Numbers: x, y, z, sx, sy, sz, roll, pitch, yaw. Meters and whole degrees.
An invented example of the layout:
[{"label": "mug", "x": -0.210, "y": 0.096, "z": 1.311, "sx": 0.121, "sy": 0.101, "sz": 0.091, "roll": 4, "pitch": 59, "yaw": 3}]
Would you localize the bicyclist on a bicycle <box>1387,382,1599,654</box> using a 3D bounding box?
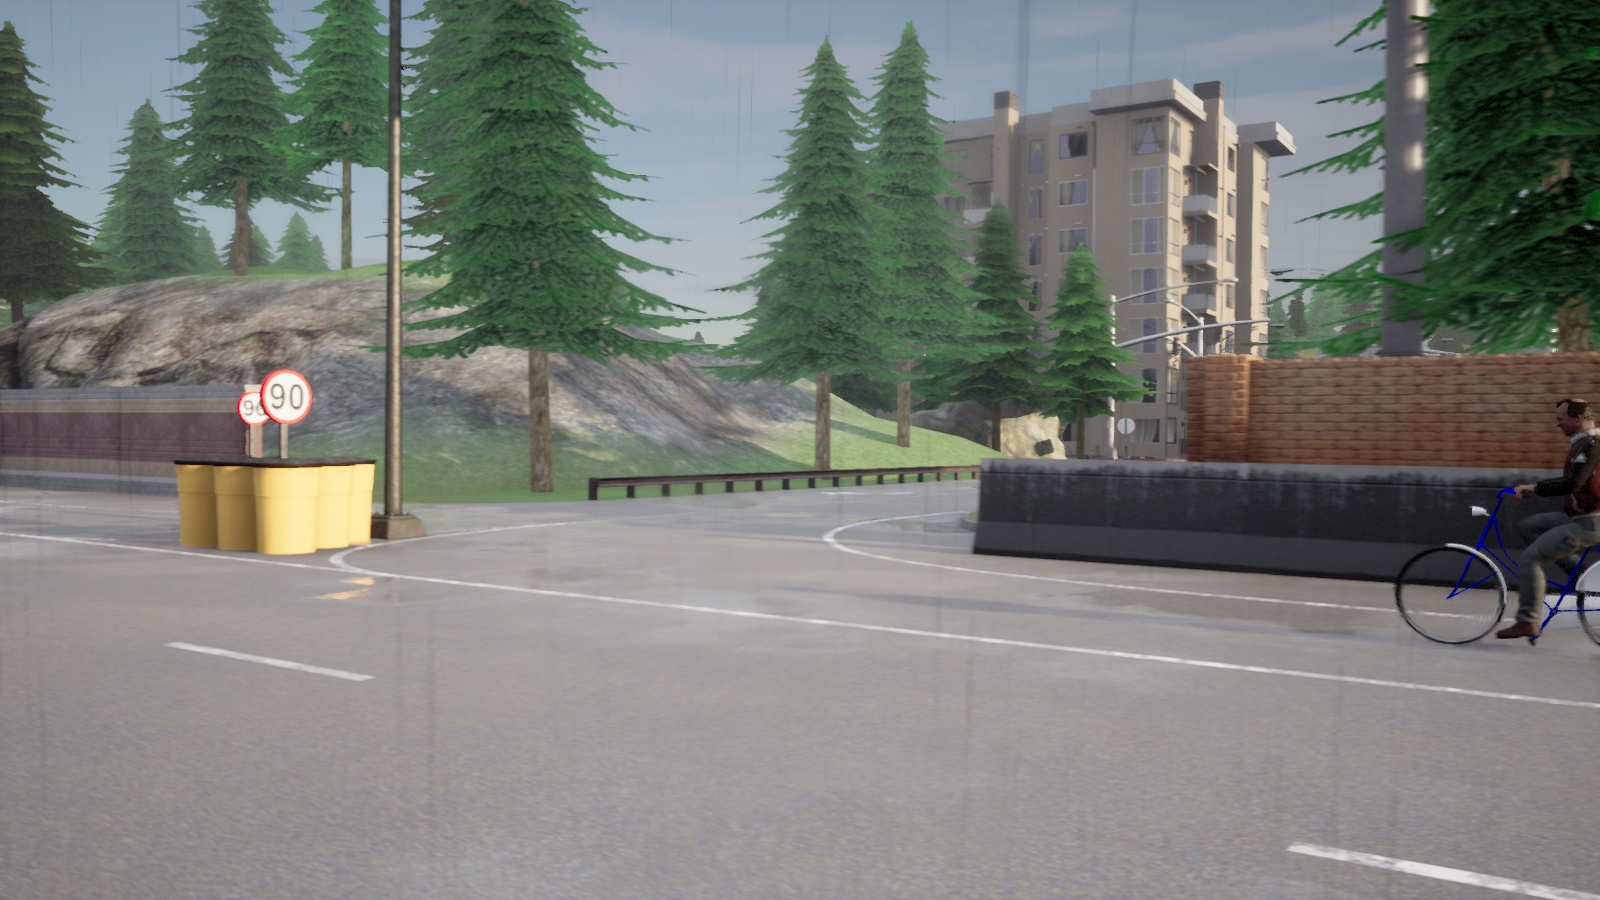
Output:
[{"label": "bicyclist on a bicycle", "x": 5.098, "y": 0.438, "z": 8.637, "sx": 1.843, "sy": 1.776, "sz": 0.659, "roll": 0, "pitch": 1, "yaw": 34}]
